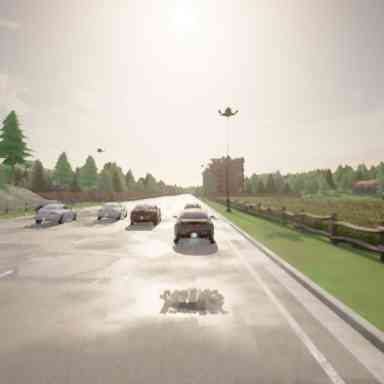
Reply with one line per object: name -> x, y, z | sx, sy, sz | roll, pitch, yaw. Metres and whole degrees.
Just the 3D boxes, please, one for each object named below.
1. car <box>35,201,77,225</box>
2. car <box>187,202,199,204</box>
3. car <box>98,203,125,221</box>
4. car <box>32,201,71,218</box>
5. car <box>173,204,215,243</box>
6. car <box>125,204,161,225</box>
car -> -10.402, 1.665, 25.635 | 1.812, 1.442, 4.674 | 0, 0, 0
car -> 0.097, 1.756, 35.231 | 1.994, 1.385, 4.181 | 0, 0, 0
car -> -6.903, 1.684, 29.073 | 1.812, 1.442, 4.674 | 0, 0, 0
car -> -13.902, 1.688, 33.341 | 1.837, 1.490, 4.892 | 0, 0, 0
car -> 0.096, 1.598, 16.727 | 1.837, 1.490, 4.892 | 0, 0, 0
car -> -3.402, 1.614, 25.068 | 1.882, 1.535, 5.008 | 0, 0, 0
